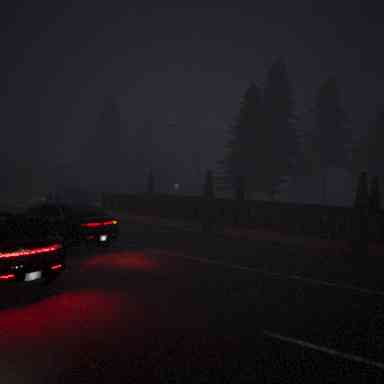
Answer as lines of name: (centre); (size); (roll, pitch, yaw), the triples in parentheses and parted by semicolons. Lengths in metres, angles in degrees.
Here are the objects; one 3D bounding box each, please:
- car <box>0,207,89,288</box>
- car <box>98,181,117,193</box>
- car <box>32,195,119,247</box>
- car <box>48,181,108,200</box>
car: (-4.787, 1.167, 7.355); (4.902, 1.511, 2.128); (4, 2, 36)
car: (-11.315, -0.283, 38.639); (2.150, 2.045, 5.566); (4, 2, 38)
car: (-4.650, 1.066, 11.565); (4.892, 1.490, 1.837); (3, 1, 36)
car: (-9.961, 0.198, 28.598); (2.097, 1.767, 4.553); (4, 2, 33)
